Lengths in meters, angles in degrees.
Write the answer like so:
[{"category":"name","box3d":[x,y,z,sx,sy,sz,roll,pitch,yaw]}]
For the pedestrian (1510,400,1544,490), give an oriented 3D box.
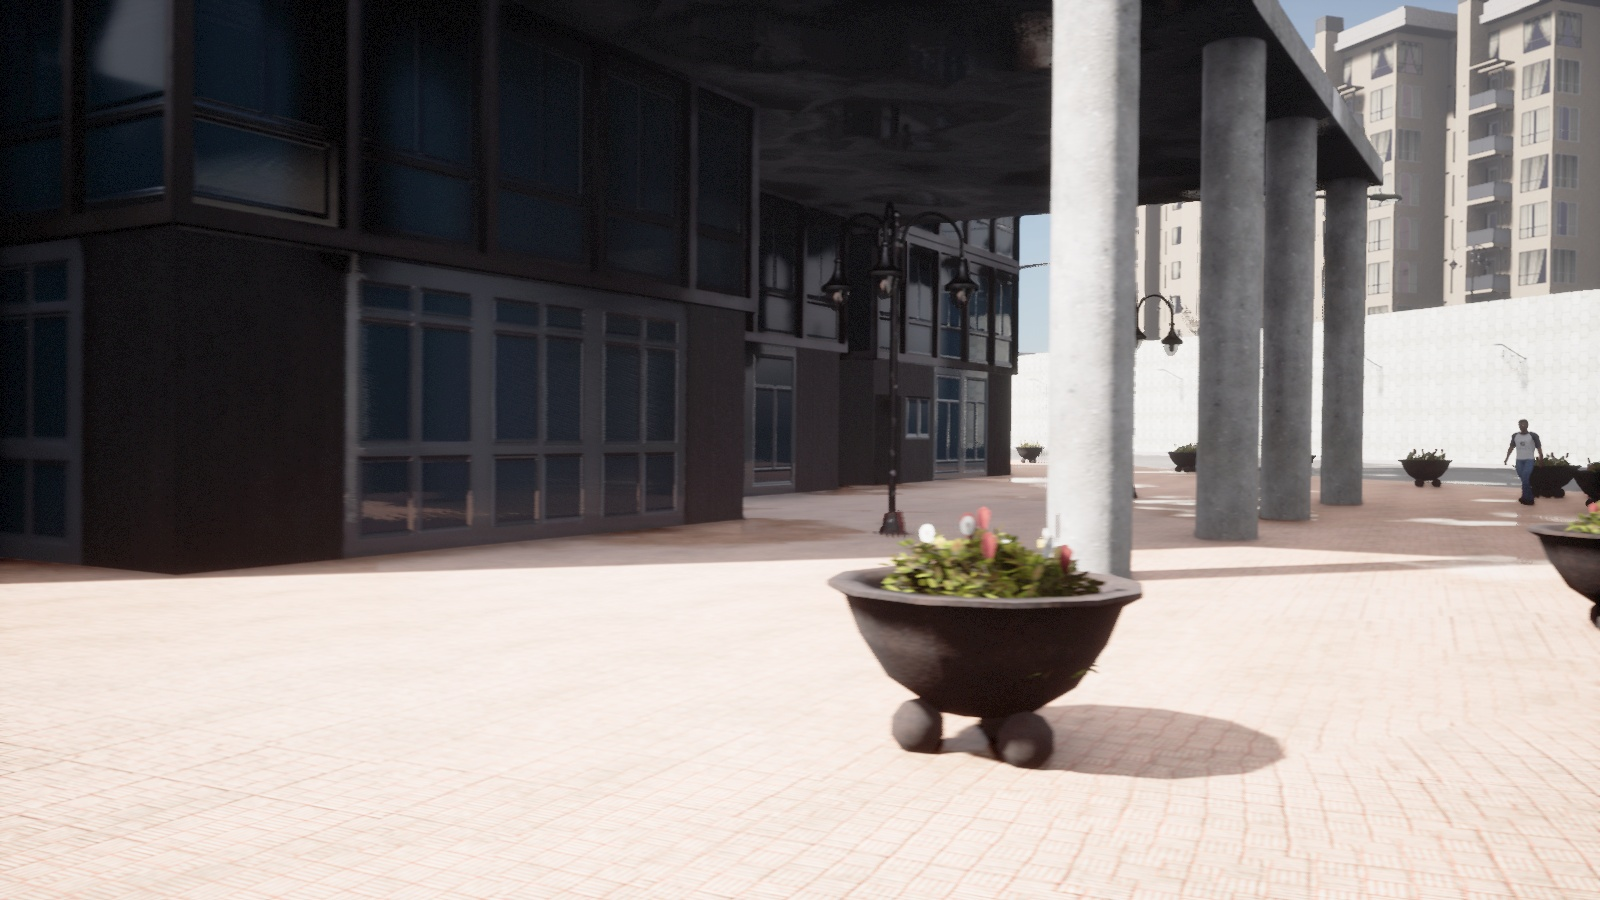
[{"category":"pedestrian","box3d":[14.962,-0.114,25.839,0.706,1.836,0.354,-1,1,-38]}]
